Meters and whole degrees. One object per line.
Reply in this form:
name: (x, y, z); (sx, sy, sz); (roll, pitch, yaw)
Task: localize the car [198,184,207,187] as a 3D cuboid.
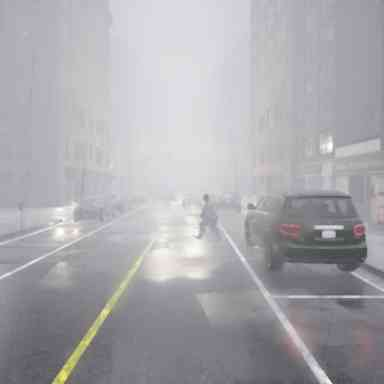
car: (2.789, -0.656, 77.534); (1.967, 1.590, 4.097); (0, 2, 0)

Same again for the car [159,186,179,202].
car: (-3.059, 0.338, 41.850); (1.882, 1.535, 5.008); (0, 1, 0)

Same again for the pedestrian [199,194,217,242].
pedestrian: (0.610, 0.947, 12.585); (0.375, 1.860, 0.375); (0, 2, -15)

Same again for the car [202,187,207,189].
car: (2.656, 0.383, 42.899); (2.008, 1.369, 4.403); (0, 2, 0)

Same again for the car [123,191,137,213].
car: (-5.865, 0.830, 26.111); (1.887, 1.381, 4.507); (0, 2, 0)

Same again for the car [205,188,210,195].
car: (2.658, 0.565, 37.308); (1.802, 1.307, 4.206); (0, 2, 0)

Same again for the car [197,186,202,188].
car: (-0.010, 0.379, 42.124); (1.812, 1.442, 4.674); (0, 2, 0)

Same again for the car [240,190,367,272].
car: (2.998, 0.947, 9.972); (2.150, 2.045, 5.566); (0, 2, 0)

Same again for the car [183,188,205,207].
car: (0.055, 0.648, 32.133); (1.812, 1.442, 4.674); (0, 2, 1)

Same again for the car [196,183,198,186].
car: (2.835, -0.960, 88.868); (1.967, 1.590, 4.097); (0, 2, 0)

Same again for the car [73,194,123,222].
car: (-5.864, 0.981, 20.518); (1.887, 1.381, 4.507); (0, 2, 0)

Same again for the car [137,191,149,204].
car: (-5.868, 0.534, 37.299); (2.008, 1.369, 4.403); (0, 2, 0)

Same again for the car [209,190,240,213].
car: (2.660, 0.725, 26.120); (1.967, 1.590, 4.097); (0, 2, 0)

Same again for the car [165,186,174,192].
car: (-5.714, -0.809, 83.233); (1.967, 1.590, 4.097); (0, 2, 0)
